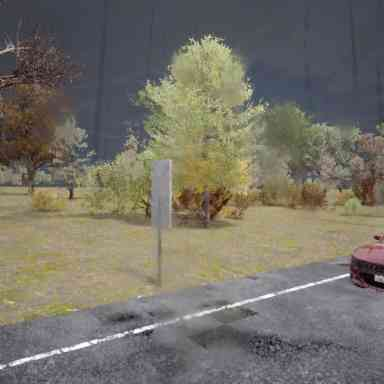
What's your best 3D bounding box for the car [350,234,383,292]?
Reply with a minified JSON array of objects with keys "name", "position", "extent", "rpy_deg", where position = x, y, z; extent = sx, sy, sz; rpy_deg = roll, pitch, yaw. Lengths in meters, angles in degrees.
[{"name":"car","position":[5.830,1.477,8.125],"extent":[5.008,1.535,1.882],"rpy_deg":[0,0,-35]}]
